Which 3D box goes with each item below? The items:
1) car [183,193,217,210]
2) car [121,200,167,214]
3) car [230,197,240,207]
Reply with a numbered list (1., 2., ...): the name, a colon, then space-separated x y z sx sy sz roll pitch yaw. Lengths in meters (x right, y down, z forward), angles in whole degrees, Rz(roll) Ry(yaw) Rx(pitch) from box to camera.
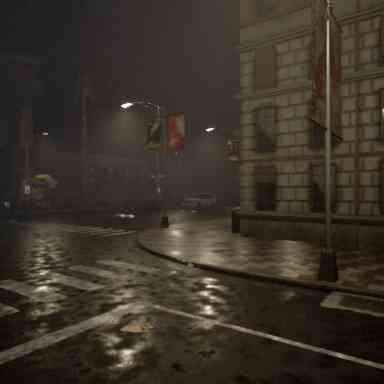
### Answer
1. car: 1.100 1.220 43.866 2.150 2.045 5.566 0 0 37
2. car: -5.014 1.546 35.613 2.033 1.411 5.357 0 0 36
3. car: 7.924 1.477 51.635 5.008 1.535 1.882 0 0 -43
